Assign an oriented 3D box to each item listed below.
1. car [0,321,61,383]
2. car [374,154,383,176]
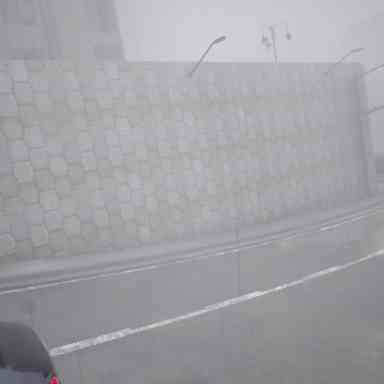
[{"bbox_3d":[-2.966,1.573,1.877,4.181,1.385,1.994,0,0,-35],"label":"car"},{"bbox_3d":[16.106,-2.313,31.247,2.128,1.511,4.902,-15,9,-34],"label":"car"}]
